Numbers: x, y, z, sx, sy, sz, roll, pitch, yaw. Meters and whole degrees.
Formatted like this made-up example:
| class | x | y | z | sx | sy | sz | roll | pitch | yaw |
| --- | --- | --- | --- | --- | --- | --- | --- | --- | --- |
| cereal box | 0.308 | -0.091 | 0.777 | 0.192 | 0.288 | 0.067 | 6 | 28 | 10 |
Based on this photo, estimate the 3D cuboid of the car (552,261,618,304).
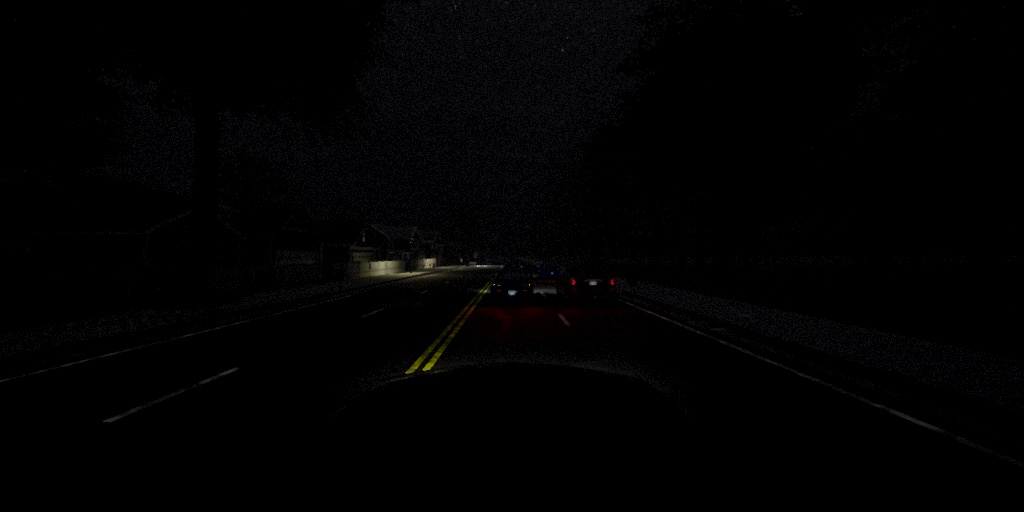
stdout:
| class | x | y | z | sx | sy | sz | roll | pitch | yaw |
| --- | --- | --- | --- | --- | --- | --- | --- | --- | --- |
| car | 3.250 | 1.114 | 16.470 | 2.097 | 1.767 | 4.553 | 0 | 0 | 0 |

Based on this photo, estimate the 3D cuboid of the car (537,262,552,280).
| class | x | y | z | sx | sy | sz | roll | pitch | yaw |
| --- | --- | --- | --- | --- | --- | --- | --- | --- | --- |
| car | 3.250 | 1.238 | 31.500 | 1.882 | 1.535 | 5.008 | 0 | 0 | 0 |

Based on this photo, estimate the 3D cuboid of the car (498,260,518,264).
| class | x | y | z | sx | sy | sz | roll | pitch | yaw |
| --- | --- | --- | --- | --- | --- | --- | --- | --- | --- |
| car | 0.000 | 1.326 | 31.500 | 1.994 | 1.385 | 4.181 | 0 | 0 | 0 |

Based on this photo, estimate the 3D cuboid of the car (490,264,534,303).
| class | x | y | z | sx | sy | sz | roll | pitch | yaw |
| --- | --- | --- | --- | --- | --- | --- | --- | --- | --- |
| car | 0.000 | 1.281 | 16.500 | 1.812 | 1.442 | 4.674 | 0 | 0 | 0 |
